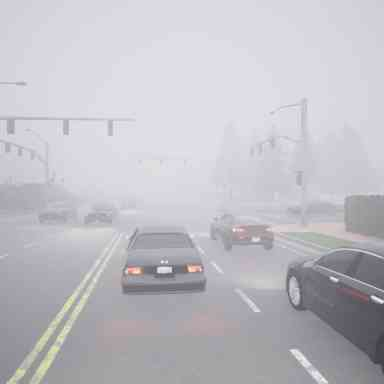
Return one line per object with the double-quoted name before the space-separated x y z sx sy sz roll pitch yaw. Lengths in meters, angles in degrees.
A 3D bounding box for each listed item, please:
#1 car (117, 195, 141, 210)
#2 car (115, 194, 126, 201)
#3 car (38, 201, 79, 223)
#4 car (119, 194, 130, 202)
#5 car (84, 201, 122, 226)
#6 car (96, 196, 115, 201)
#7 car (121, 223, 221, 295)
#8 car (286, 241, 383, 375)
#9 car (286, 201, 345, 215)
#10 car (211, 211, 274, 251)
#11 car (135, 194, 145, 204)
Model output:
"car" -8.238 1.491 43.801 2.128 1.511 4.902 0 0 -8
"car" -13.620 1.493 60.335 2.128 1.511 4.902 0 0 -6
"car" -10.125 1.477 25.541 1.882 1.535 5.008 0 0 -6
"car" -15.182 1.355 75.242 2.097 1.767 4.553 0 0 -6
"car" -6.450 1.601 24.011 1.895 1.301 4.718 0 0 -6
"car" -12.017 1.564 44.420 1.994 1.385 4.181 0 0 -3
"car" -0.838 1.547 8.896 2.033 1.411 5.357 0 0 -7
"car" 2.980 1.505 4.964 1.837 1.490 4.892 0 0 -5
"car" 12.062 1.547 32.511 5.357 1.411 2.033 0 0 -5
"car" 2.005 1.526 14.158 1.812 1.442 4.674 0 0 -7
"car" -10.302 1.525 62.287 1.812 1.442 4.674 0 0 -6
